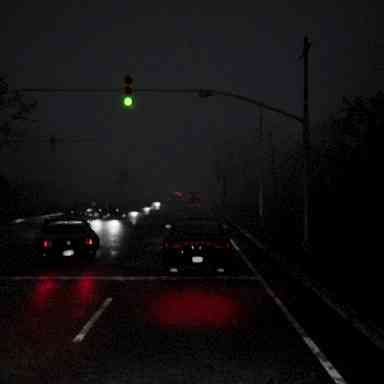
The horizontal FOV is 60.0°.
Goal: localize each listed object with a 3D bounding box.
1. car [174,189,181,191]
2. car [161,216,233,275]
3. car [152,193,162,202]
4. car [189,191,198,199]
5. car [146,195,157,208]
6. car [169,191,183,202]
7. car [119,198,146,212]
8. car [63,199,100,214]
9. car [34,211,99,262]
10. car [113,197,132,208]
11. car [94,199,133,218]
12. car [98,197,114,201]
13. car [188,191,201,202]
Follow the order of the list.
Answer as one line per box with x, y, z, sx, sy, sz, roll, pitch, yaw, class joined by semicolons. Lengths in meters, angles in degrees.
-3.100;0.204;71.236;2.097;1.767;4.553;0;3;0;car
0.144;1.482;10.547;1.882;1.535;5.008;0;0;0;car
-6.667;0.978;62.038;2.128;1.511;4.902;0;3;1;car
0.402;0.592;71.611;1.895;1.301;4.718;0;3;0;car
-6.825;1.554;48.742;1.994;1.385;4.181;0;1;1;car
-3.163;1.096;60.858;2.033;1.411;5.357;0;3;0;car
-6.902;1.580;38.768;1.994;1.385;4.181;0;0;0;car
-10.440;1.576;31.017;1.994;1.385;4.181;0;0;0;car
-4.763;1.606;12.371;1.895;1.301;4.718;0;0;-25;car
-10.319;1.542;49.570;1.994;1.385;4.181;0;1;1;car
-6.948;1.613;29.957;1.895;1.301;4.718;0;0;0;car
-10.387;1.368;39.618;2.097;1.767;4.553;0;0;0;car
0.437;0.764;60.946;2.150;2.045;5.566;0;3;1;car
